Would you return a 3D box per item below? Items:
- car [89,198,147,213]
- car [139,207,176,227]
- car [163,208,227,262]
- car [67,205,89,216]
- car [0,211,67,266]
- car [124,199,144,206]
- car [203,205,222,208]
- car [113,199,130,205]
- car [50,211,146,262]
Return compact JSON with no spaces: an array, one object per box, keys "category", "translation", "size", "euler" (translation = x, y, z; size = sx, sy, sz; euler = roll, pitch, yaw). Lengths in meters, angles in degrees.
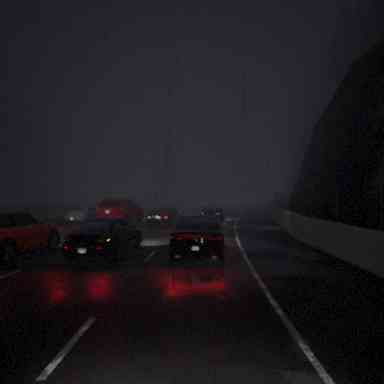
[{"category":"car","translation":[-5.466,1.490,25.652],"size":[2.150,2.045,5.566],"euler":[0,0,8]},{"category":"car","translation":[-2.008,1.808,25.117],"size":[2.033,1.411,5.357],"euler":[0,-1,8]},{"category":"car","translation":[0.294,1.610,12.771],"size":[1.882,1.535,5.008],"euler":[0,0,4]},{"category":"car","translation":[-8.721,1.809,27.403],"size":[1.812,1.442,4.674],"euler":[0,0,9]},{"category":"car","translation":[-6.763,1.479,12.278],"size":[2.097,1.767,4.553],"euler":[0,-1,4]},{"category":"car","translation":[-13.238,2.311,76.226],"size":[2.128,1.511,4.902],"euler":[0,-1,21]},{"category":"car","translation":[1.624,1.758,25.622],"size":[2.128,1.511,4.902],"euler":[0,0,9]},{"category":"car","translation":[-16.384,2.354,77.768],"size":[1.994,1.385,4.181],"euler":[0,-1,21]},{"category":"car","translation":[-3.232,1.656,12.581],"size":[1.812,1.442,4.674],"euler":[0,0,4]}]
